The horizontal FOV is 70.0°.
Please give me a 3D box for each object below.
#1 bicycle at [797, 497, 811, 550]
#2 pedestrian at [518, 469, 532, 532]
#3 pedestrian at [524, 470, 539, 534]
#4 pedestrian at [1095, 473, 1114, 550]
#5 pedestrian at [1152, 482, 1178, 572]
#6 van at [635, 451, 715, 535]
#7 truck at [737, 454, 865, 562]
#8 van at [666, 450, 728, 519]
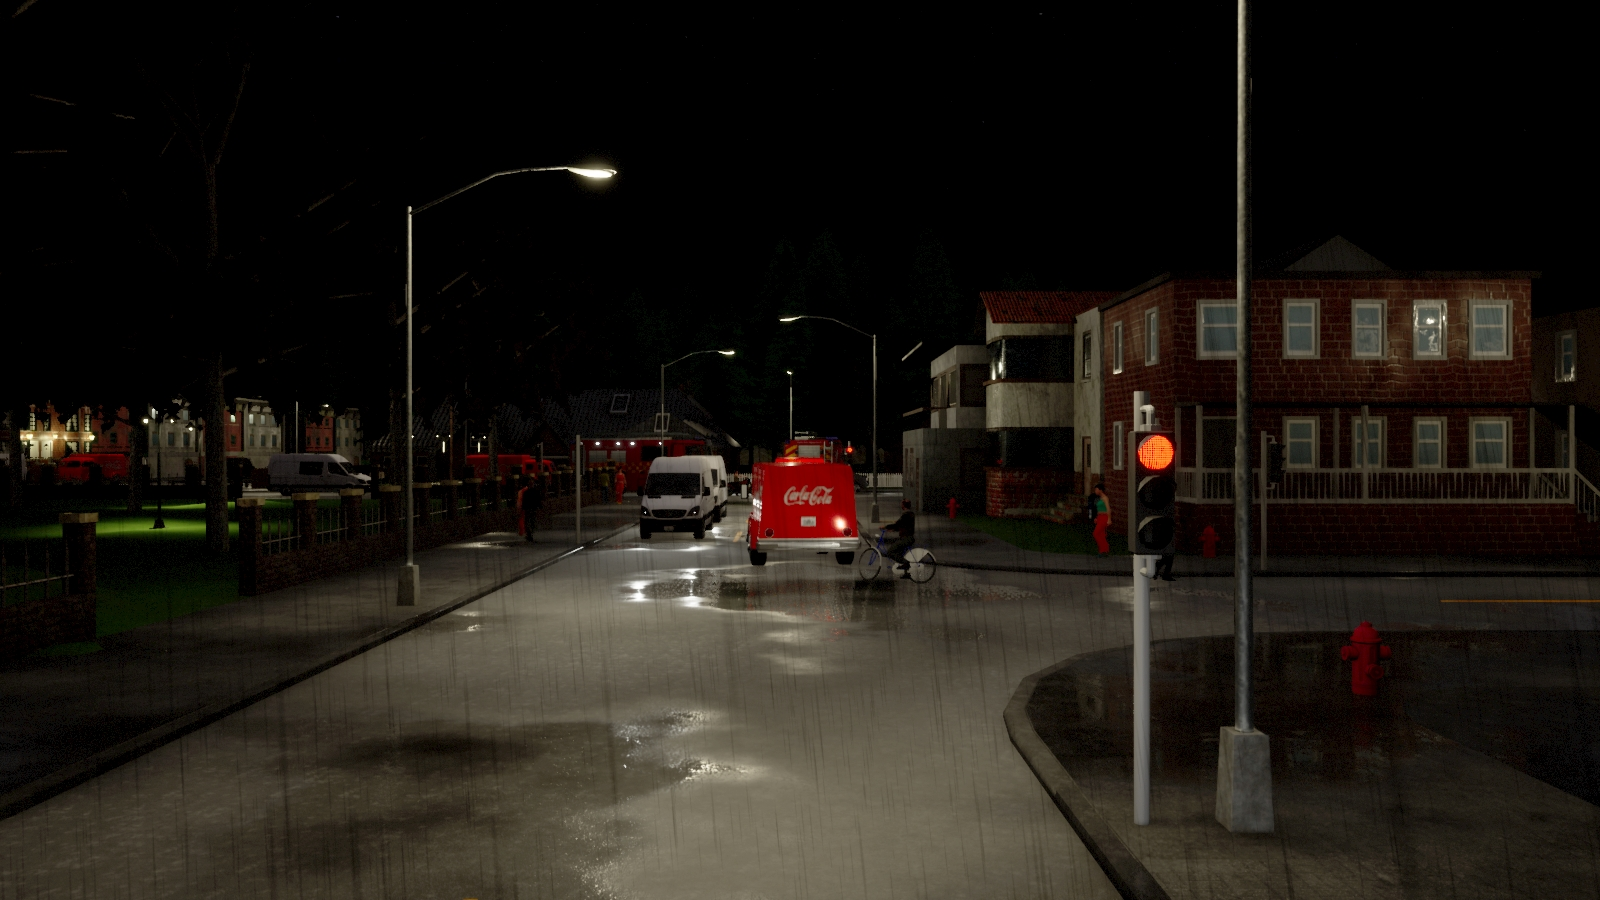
[{"bbox_3d":[0.094,1.927,30.359,0.329,1.271,1.835,0,0,-1],"label":"bicycle"},{"bbox_3d":[-8.251,1.510,34.281,0.375,1.860,0.375,0,0,-23],"label":"pedestrian"},{"bbox_3d":[-7.814,1.510,33.247,0.375,1.860,0.375,0,0,-26],"label":"pedestrian"},{"bbox_3d":[7.447,1.504,27.926,0.375,1.860,0.375,0,0,2],"label":"pedestrian"},{"bbox_3d":[7.735,1.618,24.213,0.375,1.860,0.375,0,0,-30],"label":"pedestrian"},{"bbox_3d":[-4.014,1.299,37.749,1.988,2.561,5.915,0,0,0],"label":"van"},{"bbox_3d":[-0.107,1.333,28.943,2.627,2.467,5.204,0,0,-7],"label":"truck"},{"bbox_3d":[-4.031,1.295,45.589,1.988,2.561,5.915,0,0,0],"label":"van"}]
